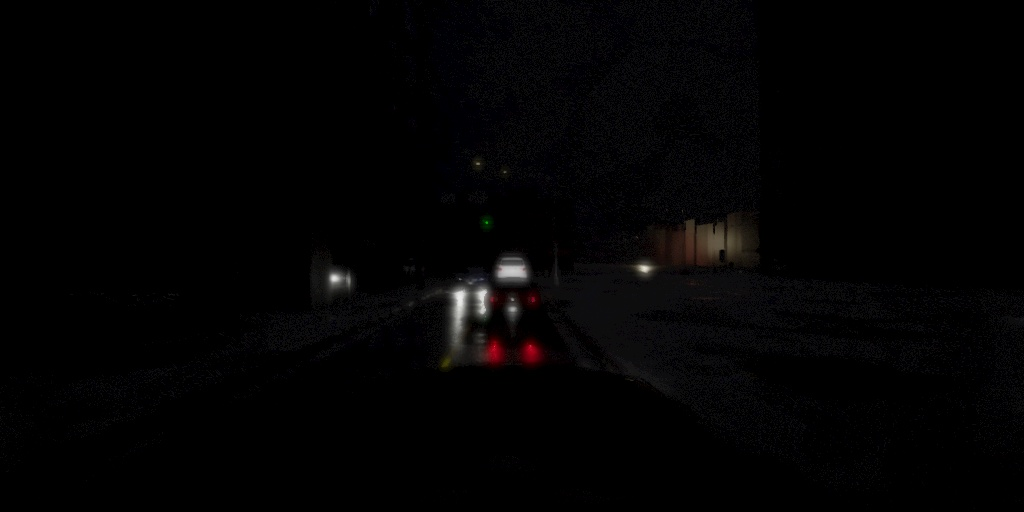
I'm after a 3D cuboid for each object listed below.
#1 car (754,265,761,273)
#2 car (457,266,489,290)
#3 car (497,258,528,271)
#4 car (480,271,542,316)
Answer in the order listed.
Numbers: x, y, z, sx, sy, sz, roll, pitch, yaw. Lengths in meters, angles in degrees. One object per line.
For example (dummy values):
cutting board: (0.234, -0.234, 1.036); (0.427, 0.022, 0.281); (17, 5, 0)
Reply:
car: (34.348, 1.491, 47.059); (4.902, 1.511, 2.128); (0, -1, -9)
car: (-2.545, 1.437, 24.451); (1.812, 1.442, 4.674); (0, -1, 1)
car: (0.044, 1.156, 27.795); (2.150, 2.045, 5.566); (0, -1, 1)
car: (0.042, 1.434, 13.717); (1.895, 1.301, 4.718); (0, 0, 1)
